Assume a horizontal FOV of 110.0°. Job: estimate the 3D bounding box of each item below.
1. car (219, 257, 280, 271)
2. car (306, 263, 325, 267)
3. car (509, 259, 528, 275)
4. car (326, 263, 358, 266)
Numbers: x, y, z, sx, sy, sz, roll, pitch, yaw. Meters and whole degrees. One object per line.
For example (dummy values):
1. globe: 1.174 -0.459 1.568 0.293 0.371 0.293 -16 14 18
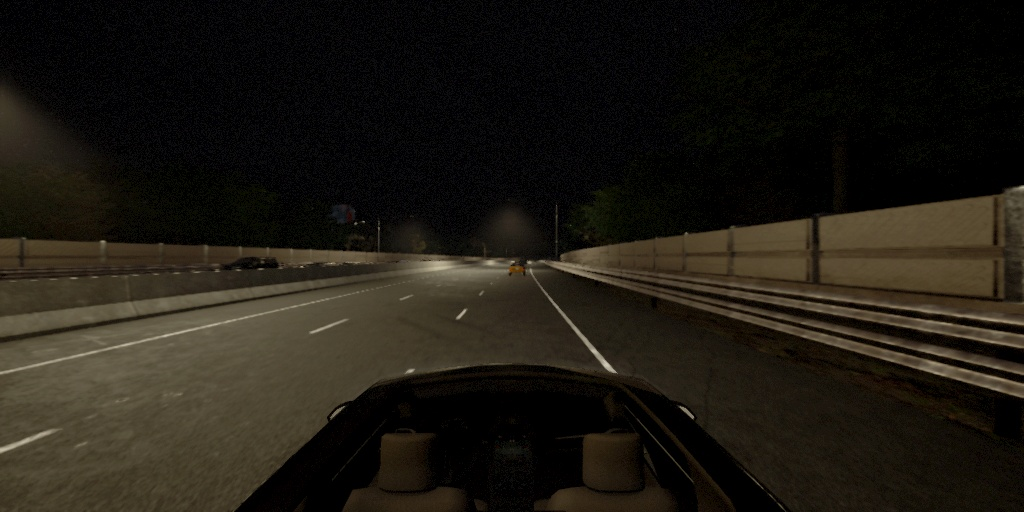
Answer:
1. car: -24.215 1.085 33.362 2.150 2.045 5.566 0 -1 2
2. car: -20.586 1.441 37.920 1.994 1.385 4.181 0 0 2
3. car: 0.615 1.332 40.385 1.801 1.575 5.366 0 0 2
4. car: -17.106 1.437 37.498 1.994 1.385 4.181 0 0 2
